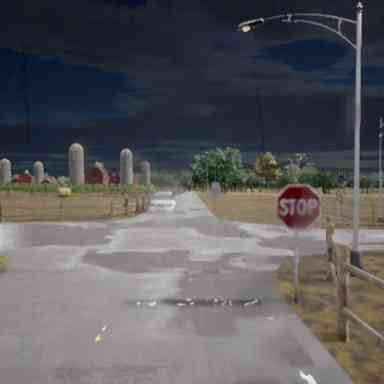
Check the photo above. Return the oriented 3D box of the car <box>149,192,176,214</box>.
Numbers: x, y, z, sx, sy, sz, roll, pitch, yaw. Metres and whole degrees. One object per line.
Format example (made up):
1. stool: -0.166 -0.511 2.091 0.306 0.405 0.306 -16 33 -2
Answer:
1. car: -2.724 1.065 31.833 2.150 2.045 5.566 0 2 0
